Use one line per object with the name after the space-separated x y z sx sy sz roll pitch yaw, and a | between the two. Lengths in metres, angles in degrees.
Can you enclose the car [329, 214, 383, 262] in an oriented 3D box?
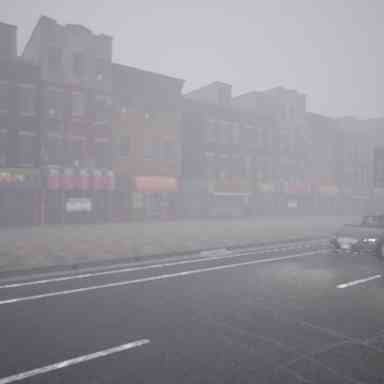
7.281 1.640 12.868 4.902 1.511 2.128 1 -1 -35 | car
